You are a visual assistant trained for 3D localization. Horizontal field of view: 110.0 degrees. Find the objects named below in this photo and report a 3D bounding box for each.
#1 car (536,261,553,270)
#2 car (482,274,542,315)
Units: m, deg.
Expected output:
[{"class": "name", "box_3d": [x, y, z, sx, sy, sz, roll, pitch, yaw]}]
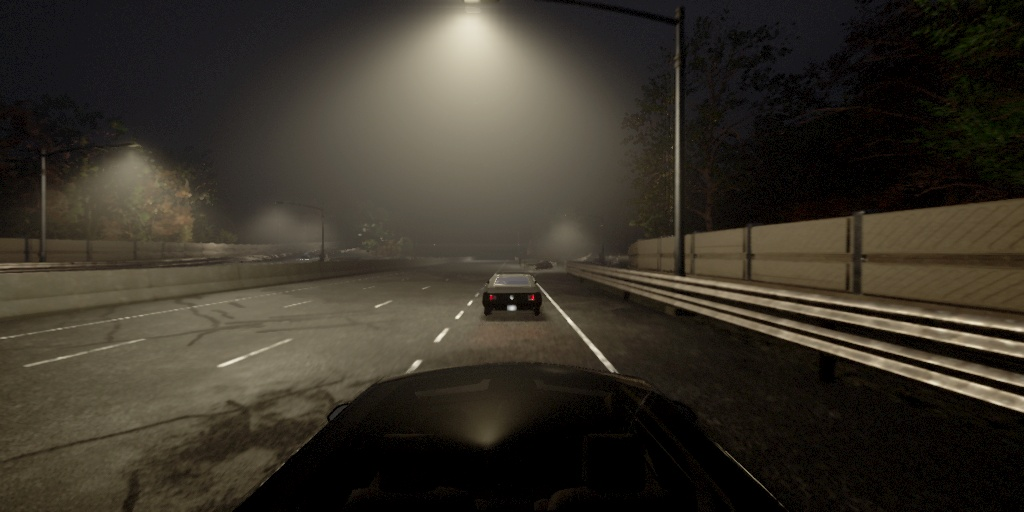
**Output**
[{"class": "car", "box_3d": [5.078, 1.437, 55.454, 1.812, 1.442, 4.674, 0, -1, 19]}, {"class": "car", "box_3d": [0.003, 1.318, 13.380, 1.895, 1.301, 4.718, 0, 0, 0]}]
